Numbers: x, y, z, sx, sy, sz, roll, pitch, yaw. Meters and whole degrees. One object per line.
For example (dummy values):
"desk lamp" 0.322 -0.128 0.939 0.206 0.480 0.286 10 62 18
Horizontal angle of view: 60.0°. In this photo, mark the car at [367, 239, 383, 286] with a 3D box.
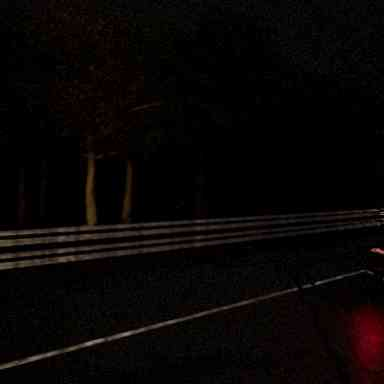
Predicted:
"car" 6.234 1.508 8.197 4.902 1.511 2.128 0 0 -36
